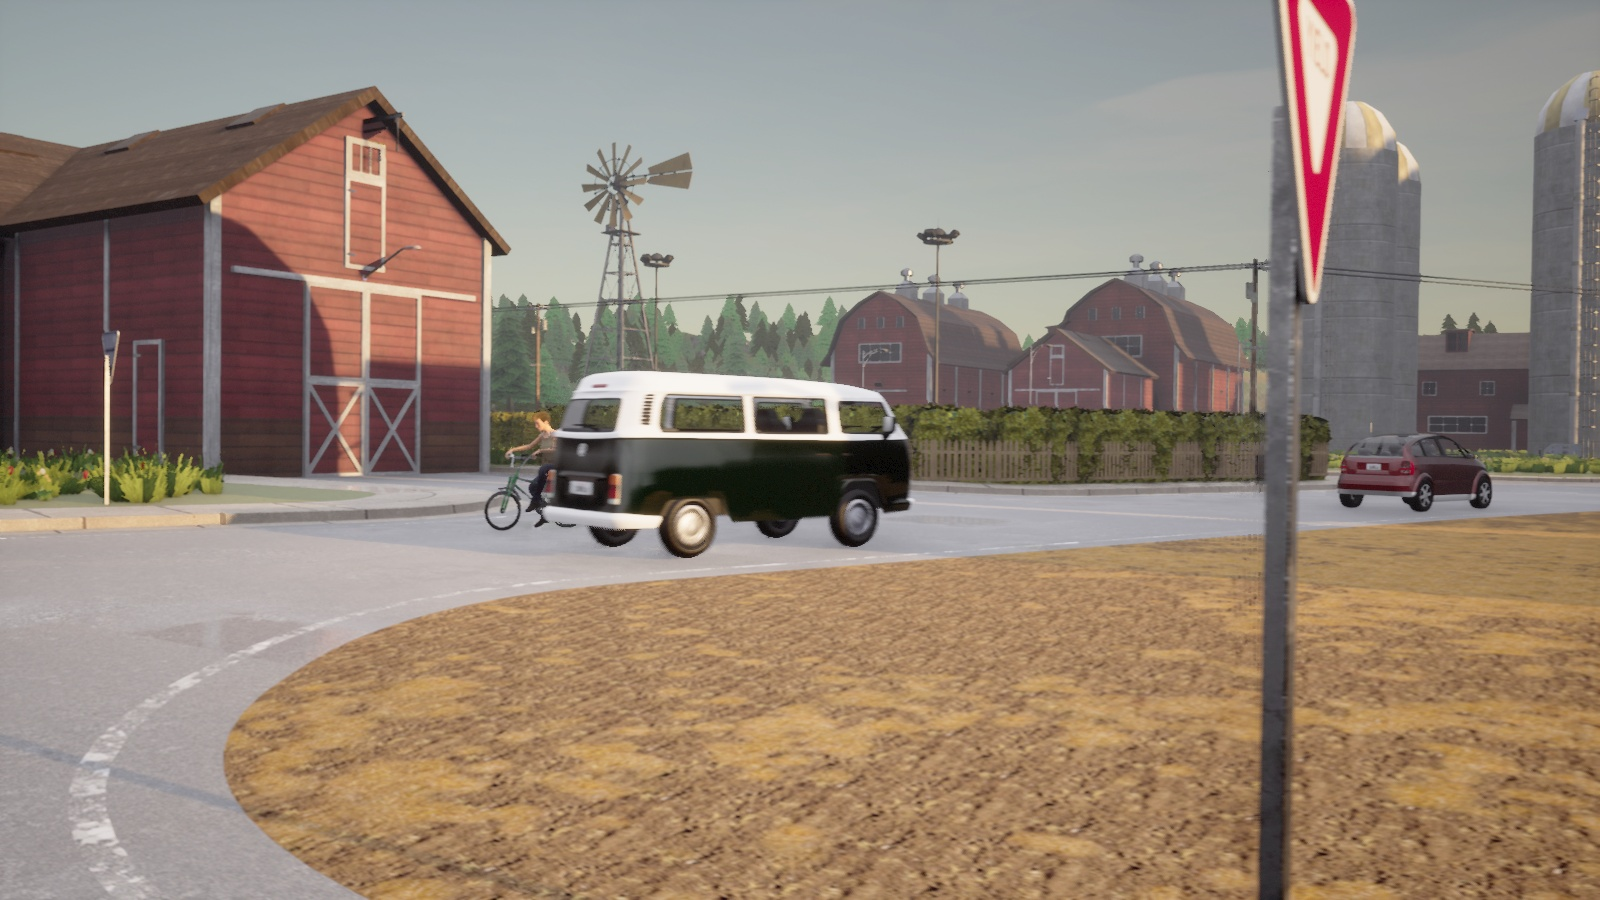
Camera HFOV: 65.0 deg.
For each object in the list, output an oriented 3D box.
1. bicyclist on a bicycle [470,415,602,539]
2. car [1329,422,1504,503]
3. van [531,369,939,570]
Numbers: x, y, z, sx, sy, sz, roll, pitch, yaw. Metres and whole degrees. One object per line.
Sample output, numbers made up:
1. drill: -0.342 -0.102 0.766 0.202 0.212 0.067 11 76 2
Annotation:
1. bicyclist on a bicycle: -3.569 0.338 17.024 1.509 1.612 0.866 -1 1 -40
2. car: 12.807 0.212 26.037 3.705 1.549 1.789 -1 1 -37
3. van: -0.665 0.149 14.938 4.480 2.038 2.069 -1 1 -40
